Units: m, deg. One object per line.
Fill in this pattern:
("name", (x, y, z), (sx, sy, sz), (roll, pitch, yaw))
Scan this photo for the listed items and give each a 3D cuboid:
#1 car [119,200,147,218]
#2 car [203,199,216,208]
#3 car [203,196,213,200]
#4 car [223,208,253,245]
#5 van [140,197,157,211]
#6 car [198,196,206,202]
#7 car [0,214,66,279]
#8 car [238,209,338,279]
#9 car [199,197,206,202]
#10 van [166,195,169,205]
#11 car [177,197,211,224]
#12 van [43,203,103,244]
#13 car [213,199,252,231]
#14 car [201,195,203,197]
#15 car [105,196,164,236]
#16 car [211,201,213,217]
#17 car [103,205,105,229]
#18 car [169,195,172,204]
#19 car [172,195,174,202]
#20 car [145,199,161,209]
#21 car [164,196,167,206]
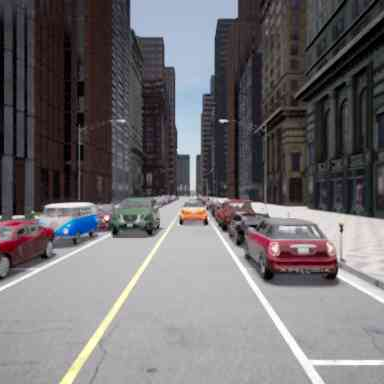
("car", (-5.743, 1.602, 32.737), (1.967, 1.590, 4.097), (0, 0, 0))
("car", (2.799, 1.841, 55.283), (1.947, 1.339, 4.313), (0, 0, 0))
("car", (2.790, 1.658, 44.011), (1.967, 1.590, 4.097), (0, 0, 0))
("car", (2.771, 1.644, 15.830), (1.947, 1.339, 4.313), (0, 0, 0))
("van", (-5.735, 1.559, 44.010), (1.690, 1.788, 3.998), (0, 0, 0))
("car", (2.826, 1.931, 94.738), (1.967, 1.590, 4.097), (0, 0, 0))
("car", (-5.758, 1.596, 10.190), (1.887, 1.381, 4.507), (0, 0, 0))
("car", (2.766, 1.491, 10.193), (1.967, 1.590, 4.097), (0, 0, 0))
("car", (2.823, 2.040, 89.101), (1.802, 1.307, 4.206), (0, 0, 0))
("van", (-5.723, 1.647, 60.920), (1.690, 1.788, 3.998), (0, 0, 0))
("car", (0.119, 1.480, 26.136), (2.097, 1.767, 4.553), (0, 0, 0))
("van", (-5.755, 1.420, 15.827), (1.690, 1.788, 3.998), (0, 0, 0))
("car", (2.774, 1.421, 21.467), (2.192, 1.841, 5.009), (0, 0, 0))
("car", (2.811, 1.948, 72.192), (1.802, 1.307, 4.206), (0, 0, 0))
("car", (-3.080, 1.317, 19.229), (2.150, 2.045, 5.566), (0, 0, 0))
("car", (2.779, 1.678, 27.103), (1.887, 1.381, 4.507), (0, 0, 0))
("car", (-5.751, 1.546, 21.464), (1.967, 1.590, 4.097), (0, 0, 0))
("car", (-5.719, 1.776, 66.556), (1.967, 1.590, 4.097), (0, 0, 0))
("car", (-5.715, 1.681, 72.193), (2.192, 1.841, 5.009), (0, 0, 0))
("car", (-5.730, 1.771, 49.476), (1.752, 1.417, 4.829), (0, 0, 0))
("car", (-5.726, 1.826, 55.282), (2.008, 1.369, 4.403), (0, 0, 0))
